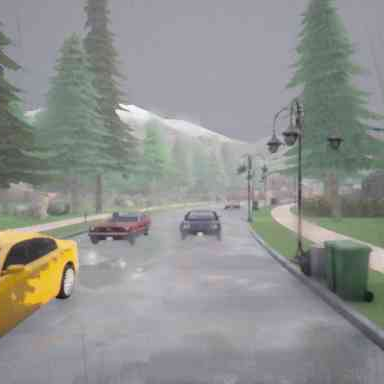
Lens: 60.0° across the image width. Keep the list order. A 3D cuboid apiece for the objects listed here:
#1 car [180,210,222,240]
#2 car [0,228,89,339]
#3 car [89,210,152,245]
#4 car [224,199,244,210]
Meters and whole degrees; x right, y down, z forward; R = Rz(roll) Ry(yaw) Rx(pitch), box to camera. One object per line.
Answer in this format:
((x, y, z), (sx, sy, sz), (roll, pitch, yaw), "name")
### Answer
((0.543, 1.566, 16.935), (1.895, 1.301, 4.718), (0, 0, 4), "car")
((-3.530, 1.465, 5.581), (1.882, 1.535, 5.008), (0, 0, 1), "car")
((-3.198, 1.568, 15.624), (1.895, 1.301, 4.718), (0, 0, 4), "car")
((5.437, 1.516, 42.049), (1.895, 1.301, 4.718), (0, 0, 17), "car")
